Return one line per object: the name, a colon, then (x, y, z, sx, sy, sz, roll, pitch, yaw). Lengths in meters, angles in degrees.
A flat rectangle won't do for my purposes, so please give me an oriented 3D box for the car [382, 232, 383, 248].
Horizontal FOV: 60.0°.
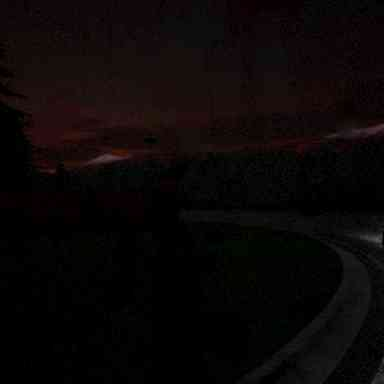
car: (8.185, 1.589, 11.682, 2.128, 1.511, 4.902, 0, -1, 17)
